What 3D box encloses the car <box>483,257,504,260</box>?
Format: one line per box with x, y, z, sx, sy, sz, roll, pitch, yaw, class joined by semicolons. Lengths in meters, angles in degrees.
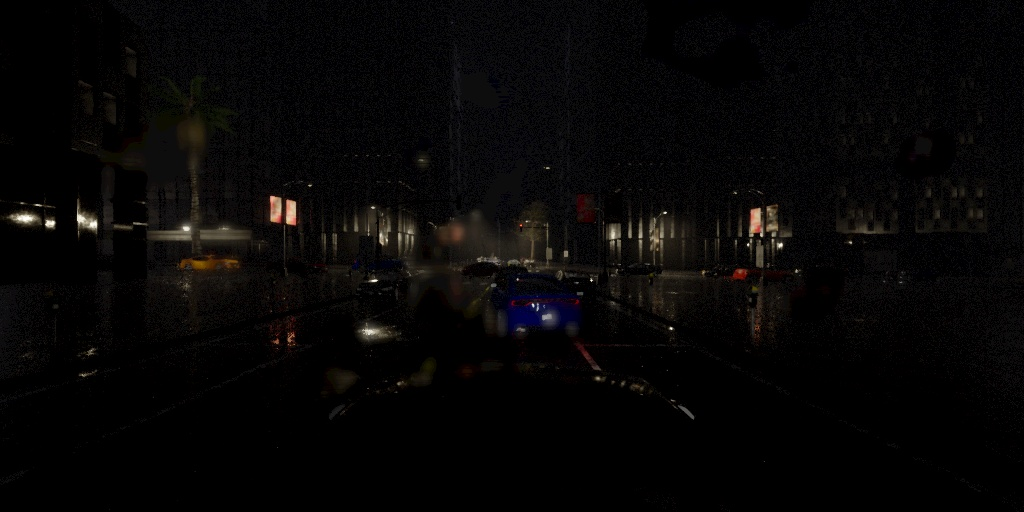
-2.882;1.259;56.158;2.128;1.511;4.902;0;0;2;car

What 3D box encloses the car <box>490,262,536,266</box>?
0.075;1.257;17.996;1.837;1.490;4.892;0;0;0;car

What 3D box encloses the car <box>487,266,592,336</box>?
0.468;1.228;10.486;1.882;1.535;5.008;0;0;-8;car

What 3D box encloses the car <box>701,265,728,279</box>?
23.181;1.708;38.872;4.902;1.511;2.128;1;0;0;car

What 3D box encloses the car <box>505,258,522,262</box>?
0.240;1.368;55.906;1.895;1.301;4.718;0;0;1;car

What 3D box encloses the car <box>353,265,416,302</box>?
-5.756;1.302;16.794;2.007;1.370;4.403;0;0;0;car

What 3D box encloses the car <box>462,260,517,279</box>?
-2.110;1.286;32.264;4.674;1.442;1.812;0;0;0;car

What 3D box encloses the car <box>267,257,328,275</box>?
-19.288;0.908;32.333;5.008;1.535;1.882;1;0;0;car

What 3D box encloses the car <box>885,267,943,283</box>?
43.400;1.954;38.754;4.553;1.767;2.097;1;0;1;car

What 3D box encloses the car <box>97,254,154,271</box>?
-35.372;0.629;32.395;5.008;1.535;1.882;1;0;0;car

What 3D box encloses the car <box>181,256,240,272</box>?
-29.884;0.729;35.616;5.008;1.535;1.882;1;0;0;car

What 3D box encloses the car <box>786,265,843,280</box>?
35.430;1.934;42.065;5.008;1.535;1.882;1;0;0;car

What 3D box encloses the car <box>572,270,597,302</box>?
2.770;1.303;16.787;2.007;1.370;4.403;0;0;0;car

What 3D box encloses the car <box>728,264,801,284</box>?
22.575;1.542;32.176;4.553;1.767;2.097;1;0;0;car

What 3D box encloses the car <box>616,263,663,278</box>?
13.762;1.532;38.892;4.902;1.511;2.128;1;0;-1;car

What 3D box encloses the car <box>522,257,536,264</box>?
2.979;1.319;58.970;2.007;1.370;4.403;0;0;1;car

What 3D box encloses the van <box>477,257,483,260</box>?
-5.494;1.113;64.562;1.690;1.789;3.998;0;0;1;van

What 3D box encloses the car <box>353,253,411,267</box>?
-12.757;0.774;35.563;5.566;2.045;2.150;1;0;0;car

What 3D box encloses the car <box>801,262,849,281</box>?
33.104;1.627;38.826;5.566;2.045;2.150;1;0;1;car
